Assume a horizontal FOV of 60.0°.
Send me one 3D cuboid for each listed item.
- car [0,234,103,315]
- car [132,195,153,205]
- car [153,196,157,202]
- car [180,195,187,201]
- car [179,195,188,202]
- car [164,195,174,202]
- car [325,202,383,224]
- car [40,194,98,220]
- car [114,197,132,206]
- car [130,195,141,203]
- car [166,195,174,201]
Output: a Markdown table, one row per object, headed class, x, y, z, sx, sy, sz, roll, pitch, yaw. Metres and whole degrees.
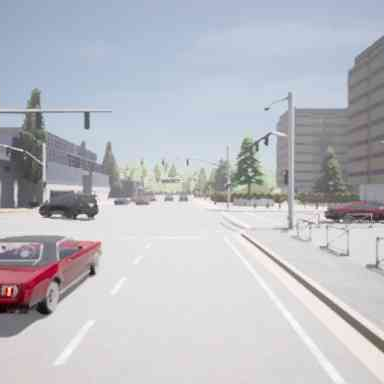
| class | x | y | z | sx | sy | sz | roll | pitch | yaw |
| --- | --- | --- | --- | --- | --- | --- | --- | --- | --- |
| car | -3.469 | 1.603 | 7.518 | 1.895 | 1.301 | 4.718 | 0 | 0 | 0 |
| car | -8.480 | 1.371 | 57.066 | 2.097 | 1.767 | 4.553 | 0 | 0 | -1 |
| car | -8.862 | 1.577 | 73.408 | 1.994 | 1.385 | 4.181 | 0 | 0 | -2 |
| car | -2.242 | 1.468 | 87.946 | 1.812 | 1.442 | 4.674 | 0 | 0 | -2 |
| car | -1.979 | 1.375 | 77.941 | 2.097 | 1.767 | 4.553 | 0 | 0 | -2 |
| car | -5.462 | 1.560 | 77.253 | 2.033 | 1.411 | 5.357 | 0 | 0 | -2 |
| car | 12.460 | 1.486 | 24.518 | 5.008 | 1.535 | 1.882 | 0 | 0 | -1 |
| car | -10.544 | 1.231 | 28.489 | 5.566 | 2.045 | 2.150 | 0 | -1 | 30 |
| car | -11.966 | 1.620 | 56.600 | 1.895 | 1.301 | 4.718 | 0 | 0 | -1 |
| car | -12.354 | 1.524 | 73.045 | 1.837 | 1.490 | 4.892 | 0 | 0 | -2 |
| car | -5.742 | 1.539 | 87.885 | 1.895 | 1.301 | 4.718 | 0 | 0 | -2 |
